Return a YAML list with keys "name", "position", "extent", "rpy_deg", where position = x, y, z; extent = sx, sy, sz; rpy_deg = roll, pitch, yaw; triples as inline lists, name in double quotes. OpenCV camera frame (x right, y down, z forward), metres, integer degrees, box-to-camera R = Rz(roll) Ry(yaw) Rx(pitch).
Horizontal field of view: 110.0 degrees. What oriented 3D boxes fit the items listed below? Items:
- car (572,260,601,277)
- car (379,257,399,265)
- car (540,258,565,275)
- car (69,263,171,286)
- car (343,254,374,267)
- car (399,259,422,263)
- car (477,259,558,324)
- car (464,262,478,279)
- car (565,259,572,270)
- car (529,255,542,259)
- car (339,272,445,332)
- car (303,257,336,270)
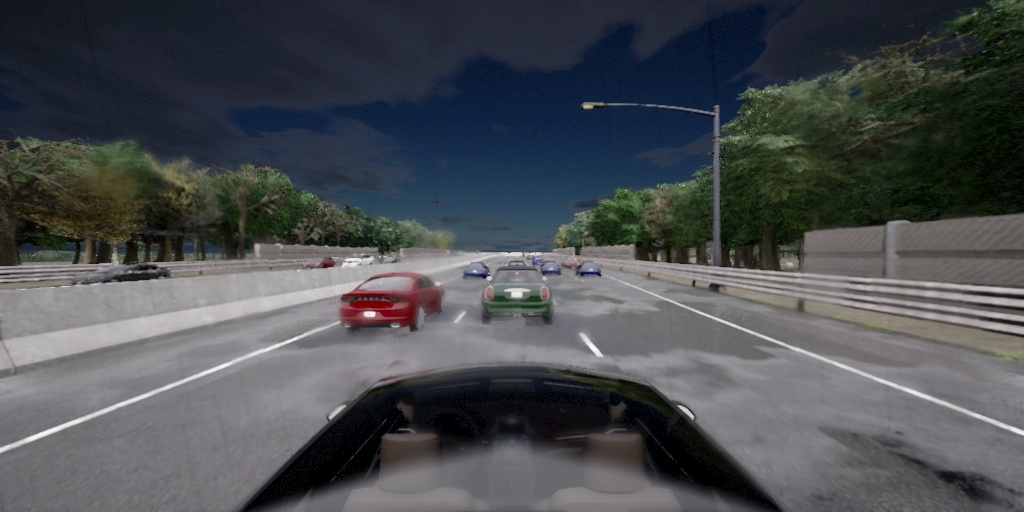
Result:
- name: "car"
  position: [7.259, 1.204, 34.381]
  extent: [1.994, 1.385, 4.181]
  rpy_deg: [0, 1, 3]
- name: "car"
  position: [-16.965, 0.934, 50.377]
  extent: [1.882, 1.535, 5.008]
  rpy_deg: [0, 0, 1]
- name: "car"
  position: [3.904, 1.182, 36.735]
  extent: [1.994, 1.385, 4.181]
  rpy_deg: [0, 1, 1]
- name: "car"
  position: [-23.692, 1.231, 21.960]
  extent: [1.837, 1.490, 4.892]
  rpy_deg: [0, 0, -2]
- name: "car"
  position: [-20.508, 0.708, 48.161]
  extent: [2.150, 2.045, 5.566]
  rpy_deg: [0, 1, 1]
- name: "car"
  position: [-13.487, 1.070, 49.384]
  extent: [1.895, 1.301, 4.718]
  rpy_deg: [0, 1, 1]
- name: "car"
  position: [0.173, 1.104, 12.191]
  extent: [2.097, 1.767, 4.553]
  rpy_deg: [0, 0, 1]
- name: "car"
  position: [-3.068, 1.227, 31.803]
  extent: [1.994, 1.385, 4.181]
  rpy_deg: [0, 0, 1]
- name: "car"
  position: [7.575, 1.104, 46.557]
  extent: [1.895, 1.301, 4.718]
  rpy_deg: [0, 1, 1]
- name: "car"
  position: [4.221, 0.863, 58.463]
  extent: [1.812, 1.442, 4.674]
  rpy_deg: [0, 1, 1]
- name: "car"
  position: [-3.341, 1.230, 10.957]
  extent: [1.882, 1.535, 5.008]
  rpy_deg: [0, 0, 0]
- name: "car"
  position: [-24.047, 0.881, 44.947]
  extent: [2.097, 1.767, 4.553]
  rpy_deg: [0, 1, 1]
